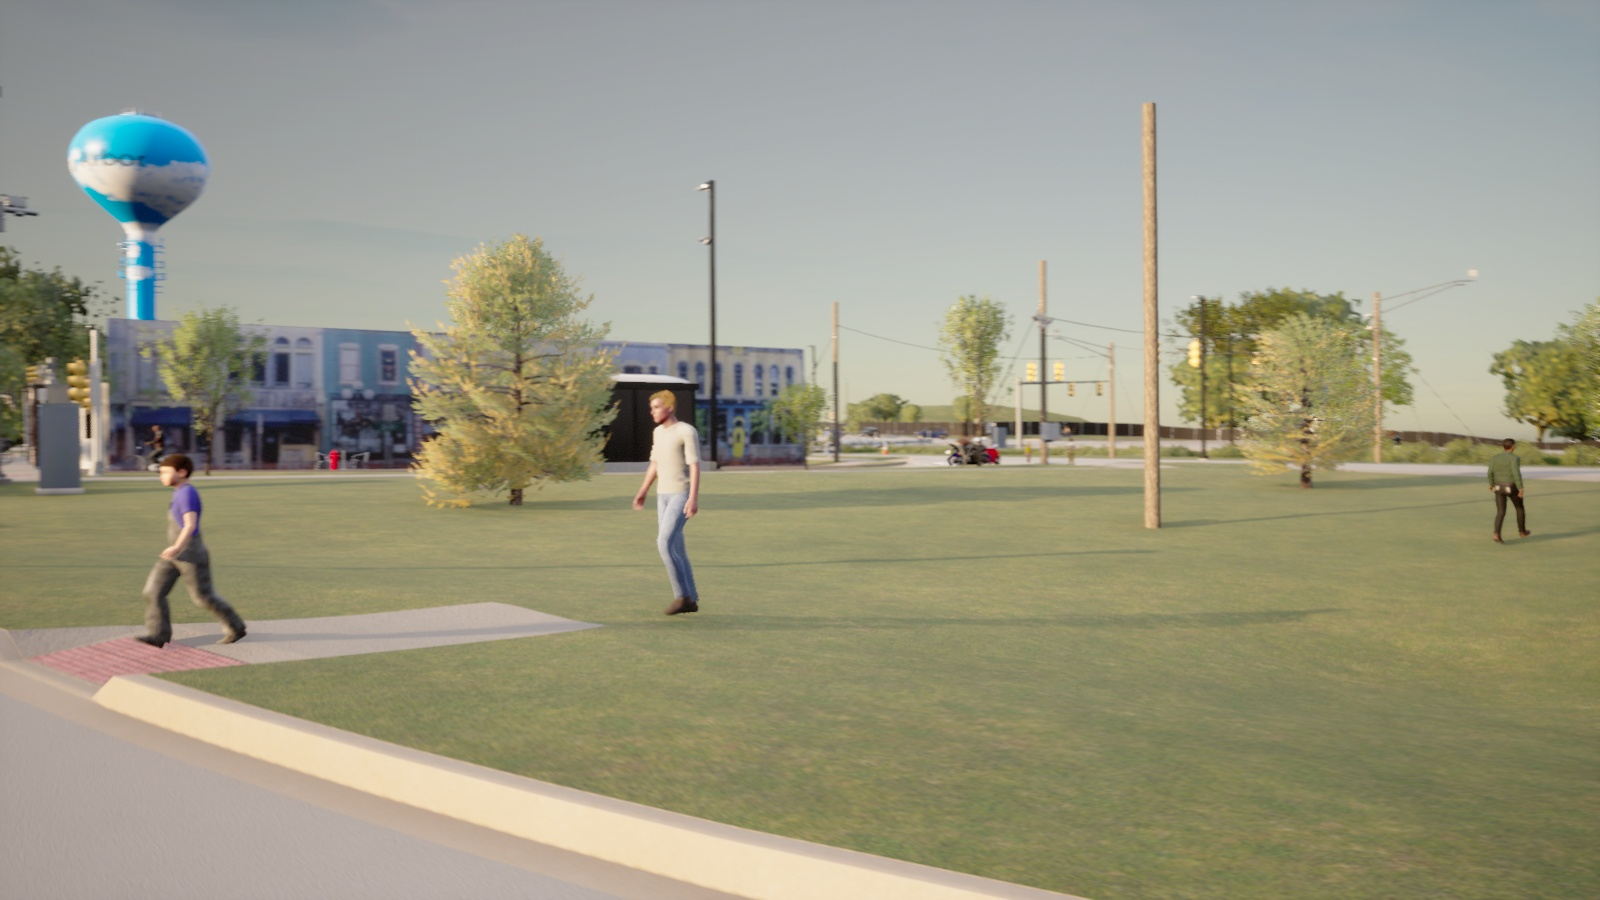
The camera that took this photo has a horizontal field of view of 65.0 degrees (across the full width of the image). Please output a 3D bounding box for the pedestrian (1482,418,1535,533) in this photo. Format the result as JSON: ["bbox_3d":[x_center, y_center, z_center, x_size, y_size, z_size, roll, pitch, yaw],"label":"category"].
[{"bbox_3d":[12.216,0.428,21.648,0.788,1.949,0.423,-1,0,-31],"label":"pedestrian"}]

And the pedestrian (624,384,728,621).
[{"bbox_3d":[-0.989,0.405,10.087,0.706,1.836,0.354,-1,0,-40],"label":"pedestrian"}]

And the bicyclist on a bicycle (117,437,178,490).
[{"bbox_3d":[-22.498,0.449,43.321,1.843,1.776,0.659,-1,0,-27],"label":"bicyclist on a bicycle"}]

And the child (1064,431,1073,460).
[{"bbox_3d":[11.911,-0.192,55.676,0.270,1.263,0.437,-2,0,4],"label":"child"}]

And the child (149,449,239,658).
[{"bbox_3d":[-3.794,0.630,7.858,0.437,1.263,0.270,-1,0,-36],"label":"child"}]

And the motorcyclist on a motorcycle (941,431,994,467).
[{"bbox_3d":[7.585,-0.064,56.865,2.191,1.530,0.866,-3,0,-20],"label":"motorcyclist on a motorcycle"}]

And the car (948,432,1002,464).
[{"bbox_3d":[8.241,-0.082,59.034,1.481,1.376,2.207,-2,1,41],"label":"car"}]
